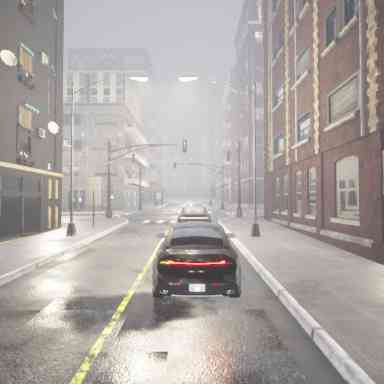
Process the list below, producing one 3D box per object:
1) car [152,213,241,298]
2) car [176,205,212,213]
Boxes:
[{"bbox_3d":[0.106,1.511,8.521,1.837,1.490,4.892,0,0,0],"label":"car"},{"bbox_3d":[0.130,1.511,18.913,2.128,1.511,4.902,0,0,0],"label":"car"}]
